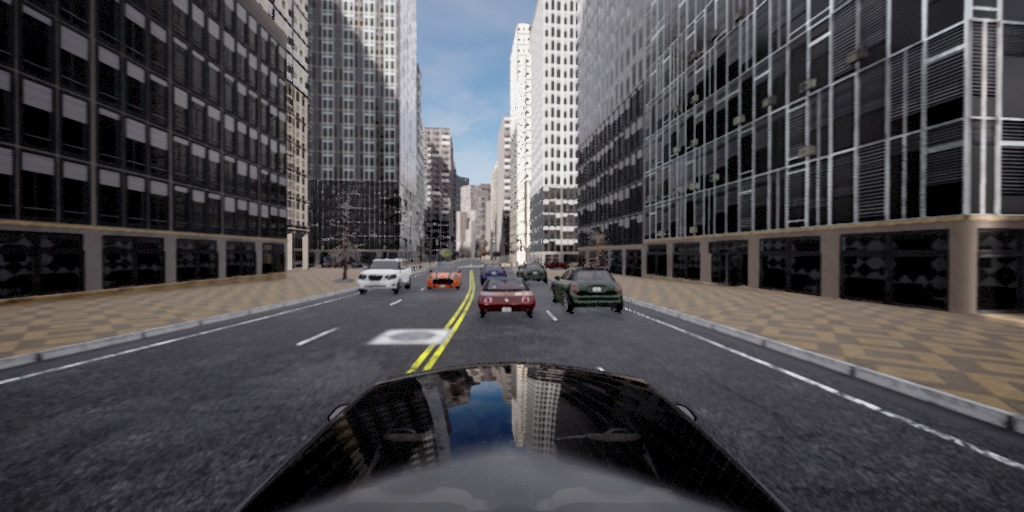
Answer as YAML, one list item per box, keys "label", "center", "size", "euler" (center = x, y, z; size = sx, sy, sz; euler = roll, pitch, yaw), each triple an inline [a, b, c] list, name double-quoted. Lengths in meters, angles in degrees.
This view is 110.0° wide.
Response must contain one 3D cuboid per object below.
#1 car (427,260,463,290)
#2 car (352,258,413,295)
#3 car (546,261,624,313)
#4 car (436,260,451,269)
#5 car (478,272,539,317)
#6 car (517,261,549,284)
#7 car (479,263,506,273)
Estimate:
- label: "car"
  center: [-4.472, 1.302, 24.314]
  size: [2.097, 1.767, 4.553]
  euler: [0, 0, -5]
- label: "car"
  center: [-7.480, 1.149, 21.670]
  size: [2.150, 2.045, 5.566]
  euler: [0, -1, -5]
- label: "car"
  center: [2.919, 1.225, 14.892]
  size: [2.097, 1.767, 4.553]
  euler: [0, 0, -3]
- label: "car"
  center: [-12.100, 1.519, 63.662]
  size: [2.128, 1.511, 4.902]
  euler: [0, 0, -7]
- label: "car"
  center: [-0.258, 1.460, 13.761]
  size: [1.895, 1.301, 4.718]
  euler: [0, -1, -2]
- label: "car"
  center: [1.608, 1.358, 30.304]
  size: [2.097, 1.767, 4.553]
  euler: [0, 0, -6]
- label: "car"
  center: [-1.635, 1.355, 30.069]
  size: [2.097, 1.767, 4.553]
  euler: [0, 0, -6]
